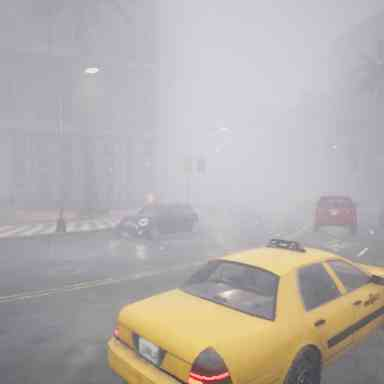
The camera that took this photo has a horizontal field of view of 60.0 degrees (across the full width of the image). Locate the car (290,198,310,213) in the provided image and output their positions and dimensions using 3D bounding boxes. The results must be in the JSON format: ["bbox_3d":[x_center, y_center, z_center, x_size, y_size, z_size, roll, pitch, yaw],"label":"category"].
[{"bbox_3d":[12.465,1.452,37.291,1.882,1.535,5.008,0,0,2],"label":"car"}]

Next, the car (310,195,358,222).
[{"bbox_3d":[8.598,1.211,19.921,2.150,2.045,5.566,0,0,25],"label":"car"}]

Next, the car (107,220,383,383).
[{"bbox_3d":[1.507,1.452,4.809,5.366,1.575,1.801,0,0,-42],"label":"car"}]

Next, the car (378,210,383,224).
[{"bbox_3d":[12.048,1.482,19.209,2.128,1.511,4.902,0,0,23],"label":"car"}]

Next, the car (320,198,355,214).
[{"bbox_3d":[15.929,1.455,36.768,1.882,1.535,5.008,0,0,3],"label":"car"}]

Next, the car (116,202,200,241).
[{"bbox_3d":[-1.619,1.336,16.764,2.097,1.767,4.553,0,0,38],"label":"car"}]
